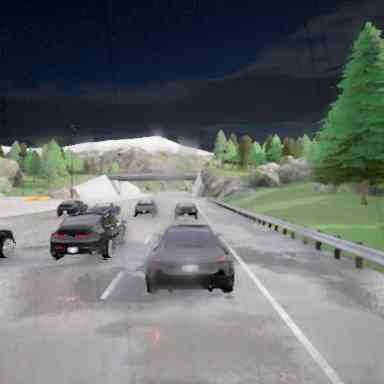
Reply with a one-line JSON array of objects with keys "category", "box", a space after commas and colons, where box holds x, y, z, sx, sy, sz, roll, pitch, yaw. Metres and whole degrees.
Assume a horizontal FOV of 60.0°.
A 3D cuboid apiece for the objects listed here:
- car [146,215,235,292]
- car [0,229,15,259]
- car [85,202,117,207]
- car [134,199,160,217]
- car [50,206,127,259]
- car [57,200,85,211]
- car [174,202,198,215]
[{"category": "car", "box": [-0.076, 1.535, 8.861, 1.994, 1.385, 4.181, 0, 0, -1]}, {"category": "car", "box": [-7.091, 1.496, 9.626, 1.882, 1.535, 5.008, 0, 0, -1]}, {"category": "car", "box": [-7.536, 1.559, 29.345, 1.895, 1.301, 4.718, 0, 0, -1]}, {"category": "car", "box": [-4.058, 1.422, 30.311, 2.128, 1.511, 4.902, 0, 0, -1]}, {"category": "car", "box": [-3.654, 1.490, 12.459, 1.837, 1.490, 4.892, 0, 0, -1]}, {"category": "car", "box": [-11.082, 1.482, 31.274, 1.837, 1.490, 4.892, 0, 0, -1]}, {"category": "car", "box": [-0.514, 1.512, 28.439, 1.895, 1.301, 4.718, 0, 0, -1]}]
